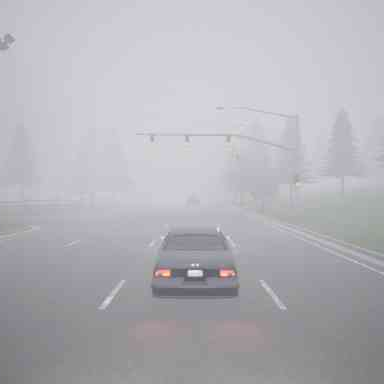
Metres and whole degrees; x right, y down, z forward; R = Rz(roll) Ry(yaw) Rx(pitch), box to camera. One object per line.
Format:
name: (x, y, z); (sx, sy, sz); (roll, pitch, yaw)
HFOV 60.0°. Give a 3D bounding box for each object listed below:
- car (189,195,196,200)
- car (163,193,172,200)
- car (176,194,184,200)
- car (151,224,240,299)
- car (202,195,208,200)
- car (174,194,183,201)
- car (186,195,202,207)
car: (0.135, 1.540, 94.167); (2.033, 1.411, 5.357); (0, 0, 0)
car: (-6.865, 1.225, 94.207); (2.150, 2.045, 5.566); (0, 0, 0)
car: (-3.365, 1.358, 93.759); (2.128, 1.511, 4.902); (0, 0, 0)
car: (0.078, 1.547, 8.652); (2.033, 1.411, 5.357); (0, 0, 1)
car: (3.635, 1.500, 94.162); (1.837, 1.490, 4.892); (0, 0, 0)
car: (-3.380, 1.517, 83.755); (1.812, 1.442, 4.674); (0, 0, 0)
car: (0.073, 1.352, 52.691); (2.097, 1.767, 4.553); (0, 0, 0)
